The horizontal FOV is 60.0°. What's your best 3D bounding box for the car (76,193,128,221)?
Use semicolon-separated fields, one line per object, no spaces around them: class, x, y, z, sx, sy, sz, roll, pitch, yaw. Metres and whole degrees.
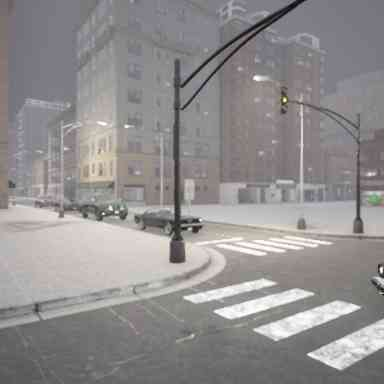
car;-7.031;1.101;26.260;2.150;2.045;5.566;0;0;-35

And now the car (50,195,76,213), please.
car;-12.910;1.311;34.511;1.882;1.535;5.008;0;0;-36

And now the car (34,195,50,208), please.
car;-18.822;1.139;42.841;2.097;1.767;4.553;0;0;-35

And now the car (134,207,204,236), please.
car;-1.380;1.526;18.362;1.895;1.301;4.718;0;0;-36

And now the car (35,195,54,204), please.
car;-25.175;1.268;56.723;2.033;1.411;5.357;0;0;-35

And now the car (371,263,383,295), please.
car;5.706;1.597;5.457;4.718;1.301;1.895;0;0;7
